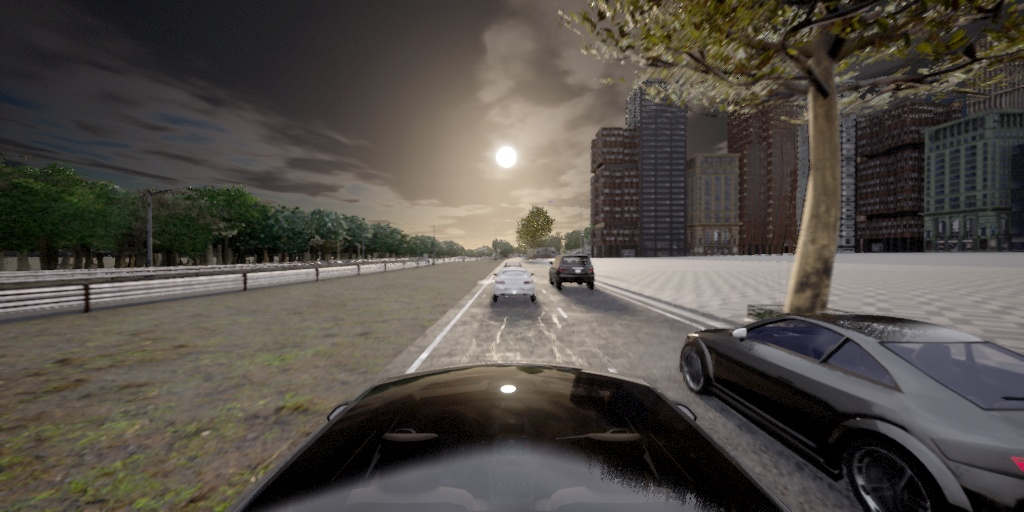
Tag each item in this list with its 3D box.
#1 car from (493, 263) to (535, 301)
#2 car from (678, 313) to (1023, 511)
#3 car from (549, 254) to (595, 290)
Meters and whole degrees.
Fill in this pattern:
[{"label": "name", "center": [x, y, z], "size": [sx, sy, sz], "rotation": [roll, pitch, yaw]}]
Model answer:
[{"label": "car", "center": [0.095, 1.232, 16.979], "size": [1.812, 1.442, 4.674], "rotation": [0, 0, 0]}, {"label": "car", "center": [3.599, 1.312, 3.941], "size": [1.994, 1.385, 4.181], "rotation": [0, 0, 0]}, {"label": "car", "center": [3.593, 0.903, 22.176], "size": [2.150, 2.045, 5.566], "rotation": [0, 0, 0]}]
